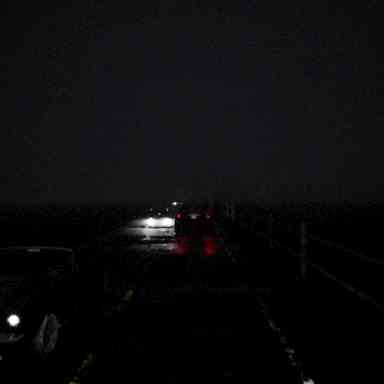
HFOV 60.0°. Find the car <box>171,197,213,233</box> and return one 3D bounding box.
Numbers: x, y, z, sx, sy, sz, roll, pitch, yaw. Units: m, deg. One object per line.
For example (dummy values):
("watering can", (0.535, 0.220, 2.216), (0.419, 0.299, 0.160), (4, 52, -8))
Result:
("car", (0.095, 1.356, 19.880), (2.097, 1.767, 4.553), (0, 0, 0))

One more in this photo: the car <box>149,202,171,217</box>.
("car", (-2.856, 1.608, 31.194), (1.895, 1.301, 4.718), (0, 0, 0))

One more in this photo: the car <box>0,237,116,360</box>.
("car", (-2.835, 1.602, 6.089), (1.895, 1.301, 4.718), (0, 0, 0))

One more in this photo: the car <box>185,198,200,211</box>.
("car", (0.092, 1.518, 43.016), (1.837, 1.490, 4.892), (0, 0, 0))

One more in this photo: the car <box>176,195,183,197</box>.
("car", (-2.769, 1.382, 71.918), (2.097, 1.767, 4.553), (0, 0, 0))
